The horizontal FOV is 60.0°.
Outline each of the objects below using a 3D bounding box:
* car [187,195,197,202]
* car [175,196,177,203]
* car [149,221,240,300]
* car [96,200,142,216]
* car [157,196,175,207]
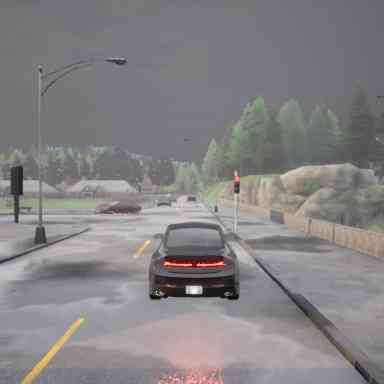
[{"bbox_3d":[-0.032,1.324,70.999,1.882,1.535,5.008,0,0,0],"label":"car"},{"bbox_3d":[-4.045,1.506,68.075,1.837,1.490,4.892,0,0,0],"label":"car"},{"bbox_3d":[0.057,1.505,8.381,1.837,1.490,4.892,0,0,0],"label":"car"},{"bbox_3d":[-7.060,1.526,32.451,4.674,1.442,1.812,0,1,-45],"label":"car"},{"bbox_3d":[-4.118,1.563,50.060,1.994,1.385,4.181,0,0,0],"label":"car"}]
